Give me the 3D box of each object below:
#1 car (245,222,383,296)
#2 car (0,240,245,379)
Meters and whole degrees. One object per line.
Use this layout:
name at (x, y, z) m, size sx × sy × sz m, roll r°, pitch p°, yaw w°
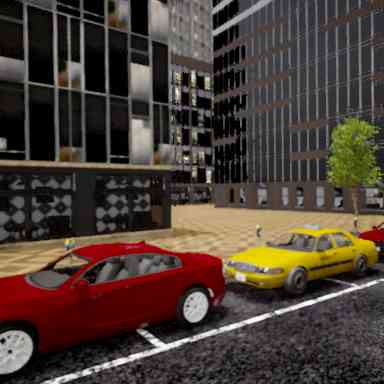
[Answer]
car at (3.027, 1.557, 8.704) m, size 4.829 × 1.417 × 1.752 m, roll 0°, pitch -1°, yaw -36°
car at (-1.471, 1.553, 5.490) m, size 4.507 × 1.381 × 1.887 m, roll 0°, pitch -1°, yaw -36°
